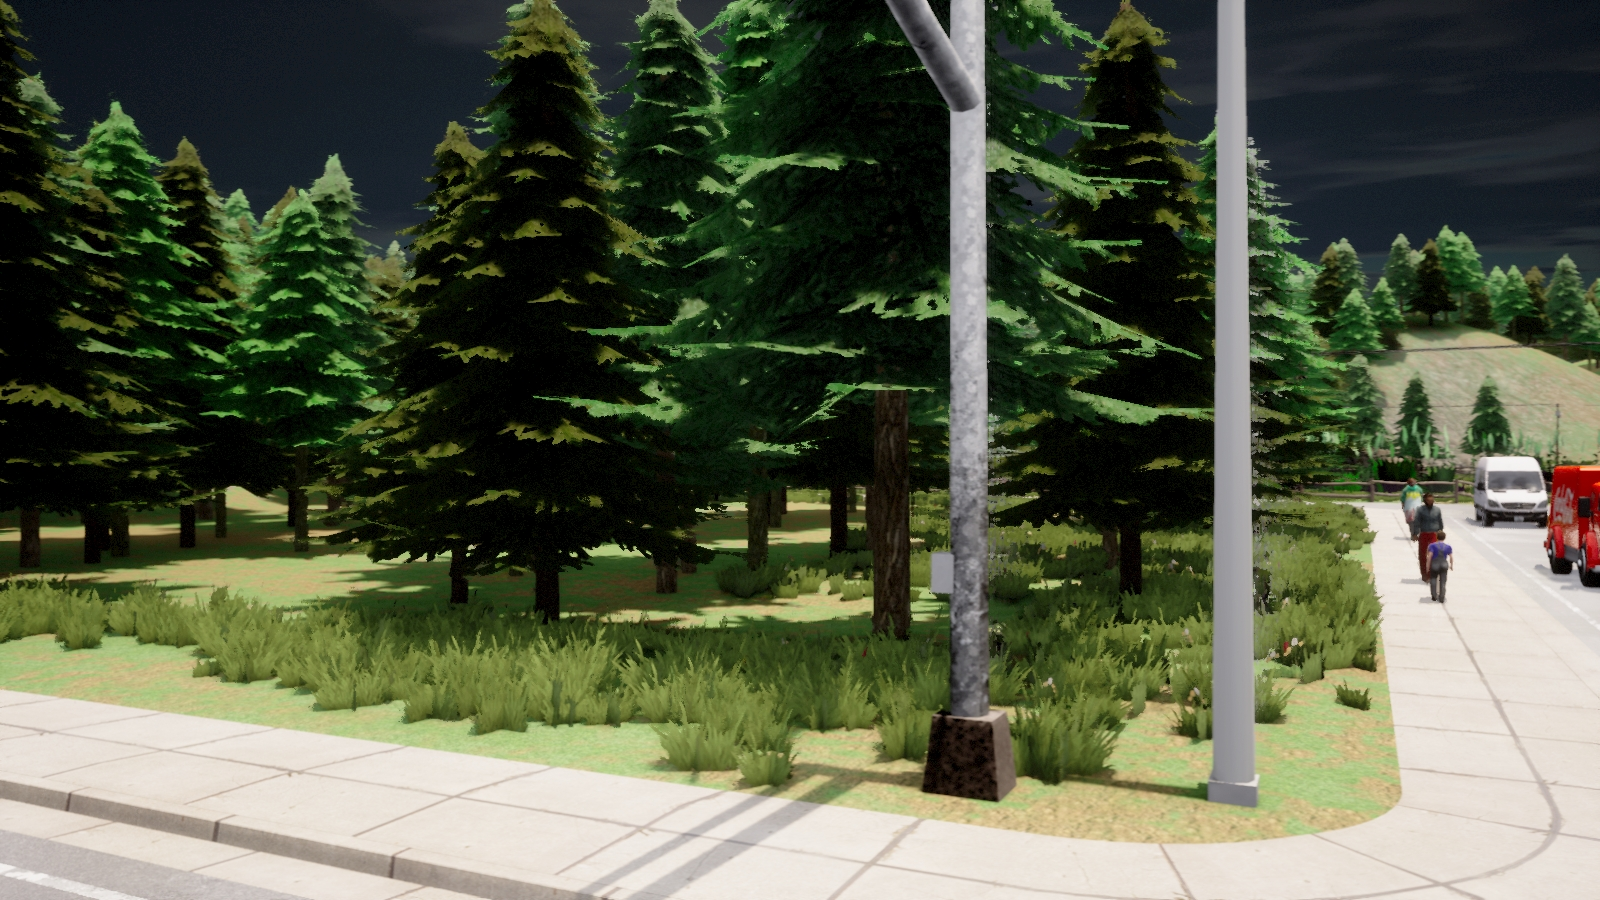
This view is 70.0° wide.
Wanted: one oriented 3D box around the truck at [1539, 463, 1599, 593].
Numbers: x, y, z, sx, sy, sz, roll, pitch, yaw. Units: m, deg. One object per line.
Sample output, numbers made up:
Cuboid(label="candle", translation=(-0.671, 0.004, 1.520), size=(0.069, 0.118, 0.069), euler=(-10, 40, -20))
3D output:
Cuboid(label="truck", translation=(17.661, 1.554, 24.314), size=(2.627, 2.467, 5.204), euler=(0, 0, 26))

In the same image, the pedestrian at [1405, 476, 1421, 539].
Cuboid(label="pedestrian", translation=(18.119, 1.696, 33.775), size=(0.375, 1.860, 0.375), euler=(0, 0, 26))

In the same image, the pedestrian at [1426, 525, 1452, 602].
Cuboid(label="pedestrian", translation=(11.165, 1.975, 19.964), size=(0.375, 1.300, 0.375), euler=(0, 0, 25))

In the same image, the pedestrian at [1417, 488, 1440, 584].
Cuboid(label="pedestrian", translation=(12.474, 1.696, 22.679), size=(0.375, 1.860, 0.375), euler=(0, 0, 25))

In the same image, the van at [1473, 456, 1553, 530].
Cuboid(label="van", translation=(26.703, 1.525, 42.981), size=(1.988, 2.561, 5.915), euler=(0, 0, 26))
